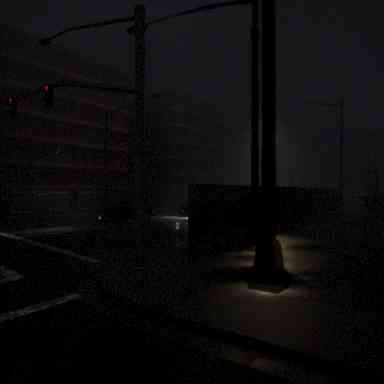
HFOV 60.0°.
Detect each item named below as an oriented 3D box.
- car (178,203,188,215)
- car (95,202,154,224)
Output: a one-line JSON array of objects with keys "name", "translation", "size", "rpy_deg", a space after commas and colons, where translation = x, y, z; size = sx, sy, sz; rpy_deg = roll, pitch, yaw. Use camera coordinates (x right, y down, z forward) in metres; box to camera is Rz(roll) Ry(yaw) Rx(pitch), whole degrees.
[{"name": "car", "translation": [0.537, 1.505, 32.511], "size": [1.837, 1.490, 4.892], "rpy_deg": [0, 0, 35]}, {"name": "car", "translation": [-4.902, 1.491, 24.767], "size": [2.128, 1.511, 4.902], "rpy_deg": [0, 0, 35]}]
